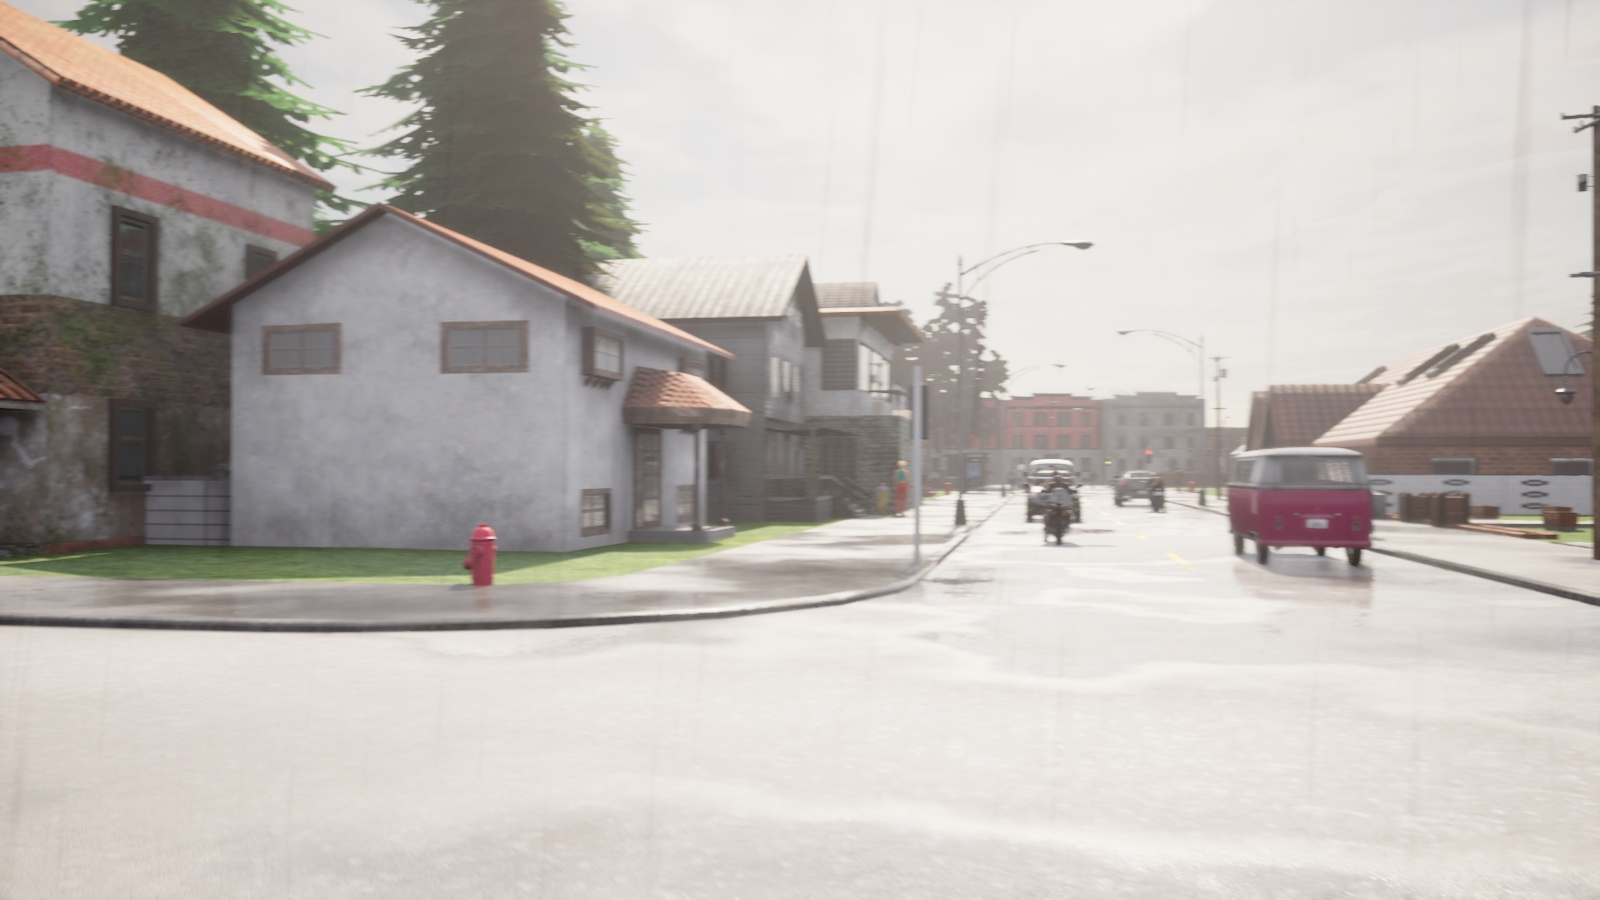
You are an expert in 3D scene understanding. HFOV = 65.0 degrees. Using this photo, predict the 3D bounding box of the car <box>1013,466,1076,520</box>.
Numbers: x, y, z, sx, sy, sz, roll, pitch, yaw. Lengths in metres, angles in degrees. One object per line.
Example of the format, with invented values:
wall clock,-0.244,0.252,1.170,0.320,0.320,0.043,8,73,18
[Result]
car,7.797,1.341,40.114,1.851,1.617,3.988,-1,-1,11

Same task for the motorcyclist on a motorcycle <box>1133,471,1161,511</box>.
motorcyclist on a motorcycle,13.507,1.590,48.958,0.866,1.530,2.191,-1,-1,10

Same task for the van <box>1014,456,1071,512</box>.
van,9.343,1.297,48.459,2.069,2.038,4.480,-1,-1,11

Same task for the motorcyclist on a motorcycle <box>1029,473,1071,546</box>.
motorcyclist on a motorcycle,5.483,1.282,27.641,0.866,1.530,2.191,-1,-1,10

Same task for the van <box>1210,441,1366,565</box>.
van,8.598,0.892,22.502,1.775,1.987,4.442,-1,-1,10

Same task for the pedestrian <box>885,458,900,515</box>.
pedestrian,3.030,1.199,41.023,0.345,1.836,0.594,-1,-1,19

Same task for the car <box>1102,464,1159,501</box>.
car,15.142,1.473,57.784,2.152,1.651,5.027,-1,-1,11

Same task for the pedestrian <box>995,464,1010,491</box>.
pedestrian,13.744,1.876,85.134,0.874,1.855,0.900,-1,-1,16

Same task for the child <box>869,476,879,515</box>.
child,2.419,1.482,40.969,0.270,1.263,0.437,-1,-1,12
